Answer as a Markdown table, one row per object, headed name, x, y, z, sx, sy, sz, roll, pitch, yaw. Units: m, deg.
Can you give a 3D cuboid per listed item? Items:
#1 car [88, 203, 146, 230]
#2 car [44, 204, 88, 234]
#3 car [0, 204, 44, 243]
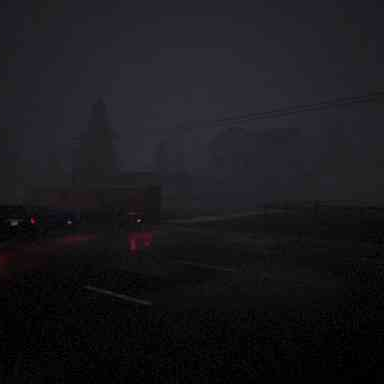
| name | x | y | z | sx | sy | sz | roll | pitch | yaw |
| --- | --- | --- | --- | --- | --- | --- | --- | --- | --- |
| car | -5.002 | 1.421 | 20.447 | 4.902 | 1.511 | 2.128 | 0 | 0 | 36 |
| car | -8.294 | 1.400 | 18.498 | 5.008 | 1.535 | 1.882 | 0 | 0 | 36 |
| car | -8.852 | 1.283 | 14.594 | 4.553 | 1.767 | 2.097 | 0 | 0 | 36 |
